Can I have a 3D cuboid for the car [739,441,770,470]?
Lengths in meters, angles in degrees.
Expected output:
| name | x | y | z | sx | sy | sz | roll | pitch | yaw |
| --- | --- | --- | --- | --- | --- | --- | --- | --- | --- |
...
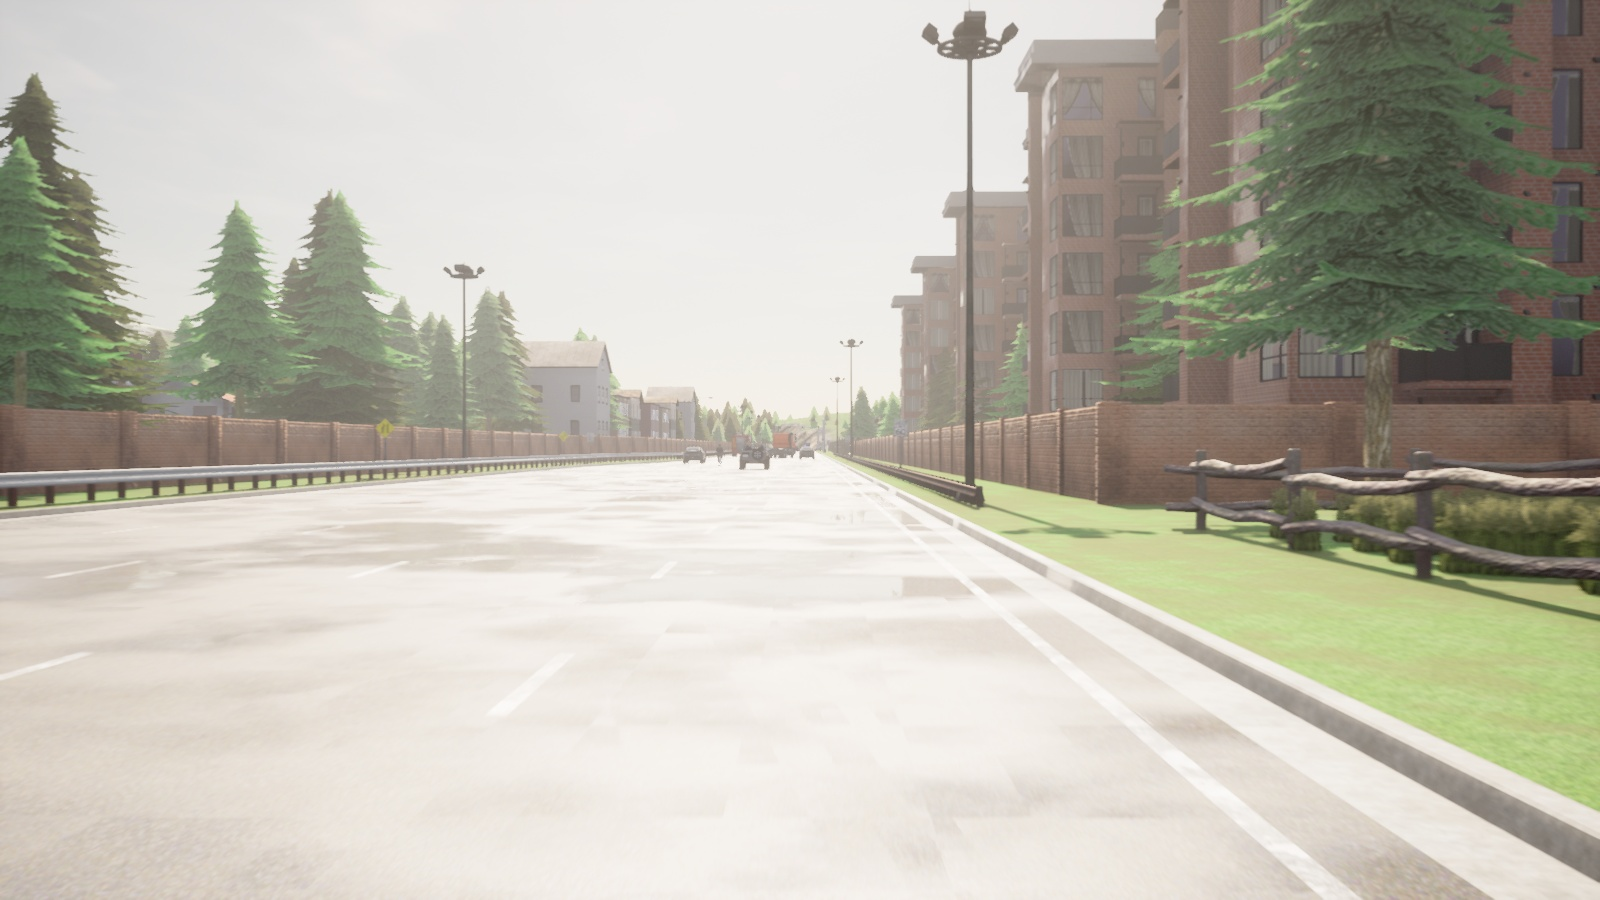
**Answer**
| name | x | y | z | sx | sy | sz | roll | pitch | yaw |
| --- | --- | --- | --- | --- | --- | --- | --- | --- | --- |
| car | -3.015 | 0.357 | 84.306 | 1.932 | 1.855 | 4.605 | 0 | 0 | 0 |
